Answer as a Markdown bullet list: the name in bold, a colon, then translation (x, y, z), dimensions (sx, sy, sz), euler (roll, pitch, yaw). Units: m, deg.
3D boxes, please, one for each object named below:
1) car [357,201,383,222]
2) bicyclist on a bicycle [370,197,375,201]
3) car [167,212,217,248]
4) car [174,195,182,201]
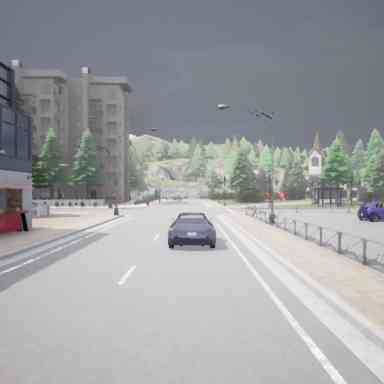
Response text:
- **car**: translation (13.886, 1.387, 23.676), dimensions (3.633, 1.501, 1.845), euler (0, 0, 0)
- **bicyclist on a bicycle**: translation (18.395, 1.314, 33.795), dimensions (0.582, 1.620, 1.656), euler (0, 0, -1)
- **car**: translation (0.000, 1.571, 14.650), dimensions (1.994, 1.385, 4.181), euler (0, 0, 0)
- **car**: translation (-3.500, 1.546, 84.995), dimensions (1.994, 1.385, 4.181), euler (0, 0, 0)
